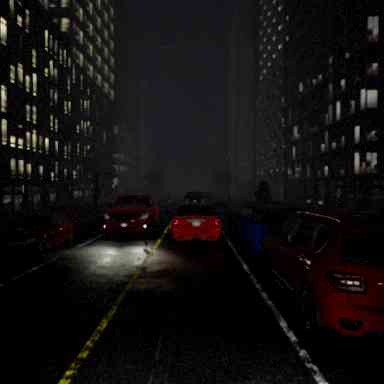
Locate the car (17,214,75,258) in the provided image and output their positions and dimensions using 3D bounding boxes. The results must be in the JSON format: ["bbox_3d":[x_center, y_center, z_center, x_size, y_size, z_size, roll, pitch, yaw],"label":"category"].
[{"bbox_3d":[-5.633,1.483,12.180,1.802,1.307,4.206,0,0,0],"label":"car"}]

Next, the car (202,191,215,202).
[{"bbox_3d":[3.047,0.832,63.280,2.192,1.841,5.009,0,0,0],"label":"car"}]

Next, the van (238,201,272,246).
[{"bbox_3d":[2.746,1.250,12.129,1.690,1.788,3.998,-1,0,0],"label":"van"}]

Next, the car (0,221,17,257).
[{"bbox_3d":[-5.667,1.496,6.496,2.008,1.369,4.403,0,0,0],"label":"car"}]

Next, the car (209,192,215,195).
[{"bbox_3d":[3.013,0.876,57.596,2.192,1.841,5.009,0,0,0],"label":"car"}]

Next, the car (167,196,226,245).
[{"bbox_3d":[0.181,1.237,14.962,2.097,1.767,4.553,0,0,0],"label":"car"}]

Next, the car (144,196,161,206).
[{"bbox_3d":[-5.432,1.222,46.280,1.802,1.307,4.206,0,0,0],"label":"car"}]

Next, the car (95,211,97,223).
[{"bbox_3d":[-5.566,1.366,23.547,2.008,1.369,4.403,0,0,0],"label":"car"}]

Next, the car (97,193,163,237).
[{"bbox_3d":[-2.998,1.085,17.484,2.150,2.045,5.566,0,0,0],"label":"car"}]

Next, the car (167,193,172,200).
[{"bbox_3d":[-5.332,1.036,63.160,1.752,1.417,4.829,0,0,0],"label":"car"}]

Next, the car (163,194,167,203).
[{"bbox_3d":[-5.399,1.037,51.962,1.967,1.590,4.097,0,0,0],"label":"car"}]

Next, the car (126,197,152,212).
[{"bbox_3d":[-5.499,1.279,34.913,2.008,1.369,4.403,0,0,0],"label":"car"}]

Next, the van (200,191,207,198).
[{"bbox_3d":[3.215,0.636,91.696,1.690,1.788,3.998,0,0,0],"label":"van"}]

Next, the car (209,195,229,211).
[{"bbox_3d":[2.882,1.286,34.863,2.008,1.369,4.403,0,0,0],"label":"car"}]

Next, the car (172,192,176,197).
[{"bbox_3d":[-5.264,0.987,74.697,1.947,1.339,4.313,0,0,0],"label":"car"}]

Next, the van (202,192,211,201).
[{"bbox_3d":[3.081,0.814,68.963,1.690,1.788,3.998,0,0,0],"label":"van"}]

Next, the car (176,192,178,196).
[{"bbox_3d":[-5.197,0.883,86.064,2.008,1.369,4.403,0,0,0],"label":"car"}]

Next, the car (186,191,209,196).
[{"bbox_3d":[0.295,0.962,33.868,2.150,2.045,5.566,0,0,0],"label":"car"}]

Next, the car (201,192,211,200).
[{"bbox_3d":[3.116,0.869,74.647,1.967,1.590,4.097,0,0,0],"label":"car"}]

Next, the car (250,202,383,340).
[{"bbox_3d":[2.712,1.267,6.445,2.192,1.841,5.009,-1,0,0],"label":"car"}]
